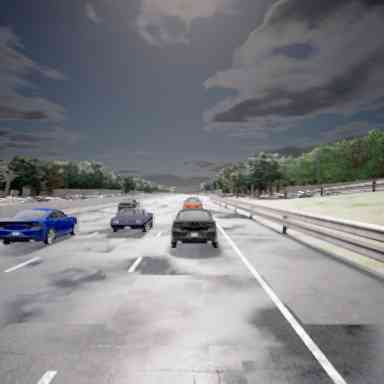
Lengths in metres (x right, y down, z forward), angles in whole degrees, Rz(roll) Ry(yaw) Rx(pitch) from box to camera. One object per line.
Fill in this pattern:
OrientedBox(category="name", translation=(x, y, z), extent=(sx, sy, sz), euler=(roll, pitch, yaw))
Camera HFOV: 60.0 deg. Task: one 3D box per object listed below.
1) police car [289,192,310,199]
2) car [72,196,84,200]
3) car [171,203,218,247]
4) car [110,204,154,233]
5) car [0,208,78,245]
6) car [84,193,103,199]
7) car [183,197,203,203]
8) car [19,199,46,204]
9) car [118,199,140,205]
OrientedBox(category="police car", translation=(20.675, 0.792, 64.613), extent=(2.038, 1.542, 4.974), euler=(0, -3, -16))
OrientedBox(category="car", translation=(-24.518, 1.497, 72.374), extent=(1.994, 1.385, 4.181), euler=(0, 0, 0))
OrientedBox(category="car", translation=(0.096, 1.483, 15.183), extent=(1.882, 1.535, 5.008), euler=(0, 0, 0))
OrientedBox(category="car", translation=(-3.404, 1.606, 19.801), extent=(1.895, 1.301, 4.718), euler=(0, 0, 0))
OrientedBox(category="car", translation=(-6.904, 1.483, 15.524), extent=(1.882, 1.535, 5.008), euler=(0, 0, 0))
OrientedBox(category="car", translation=(-21.018, 1.170, 72.344), extent=(2.150, 2.045, 5.566), euler=(0, 0, 0))
OrientedBox(category="car", translation=(0.091, 1.354, 36.109), extent=(2.097, 1.767, 4.553), euler=(0, 0, 0))
OrientedBox(category="car", translation=(-17.599, 1.506, 36.720), extent=(1.837, 1.490, 4.892), euler=(0, 0, 0))
OrientedBox(category="car", translation=(-6.909, 1.506, 36.652), extent=(1.837, 1.490, 4.892), euler=(0, 0, 0))
